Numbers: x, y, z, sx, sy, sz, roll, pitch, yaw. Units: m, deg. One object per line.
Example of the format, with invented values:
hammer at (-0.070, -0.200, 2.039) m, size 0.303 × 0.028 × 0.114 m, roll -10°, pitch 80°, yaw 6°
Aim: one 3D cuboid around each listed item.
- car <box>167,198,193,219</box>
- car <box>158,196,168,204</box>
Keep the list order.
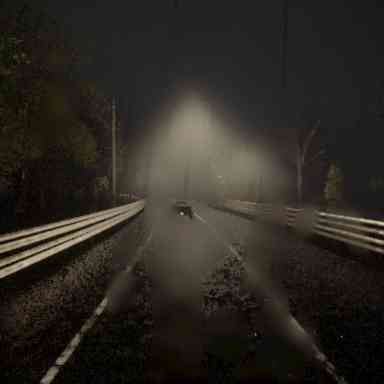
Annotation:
car at (-1.003, 1.491, 29.189) m, size 1.837 × 1.490 × 4.892 m, roll 0°, pitch 0°, yaw -5°
car at (-5.375, 1.487, 63.641) m, size 1.812 × 1.442 × 4.674 m, roll 0°, pitch 0°, yaw -10°
